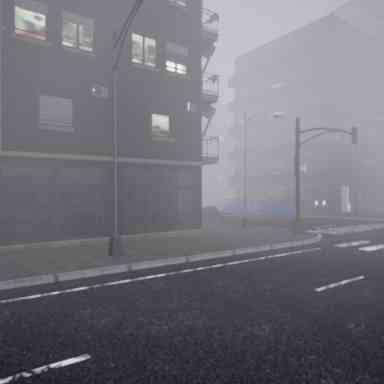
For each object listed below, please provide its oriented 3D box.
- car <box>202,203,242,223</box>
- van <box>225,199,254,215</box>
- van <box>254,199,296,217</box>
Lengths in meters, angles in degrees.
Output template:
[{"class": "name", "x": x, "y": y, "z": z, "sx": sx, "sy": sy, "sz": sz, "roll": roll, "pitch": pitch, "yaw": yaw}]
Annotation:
[{"class": "car", "x": 1.937, "y": 1.864, "z": 28.779, "sx": 1.802, "sy": 1.307, "sz": 4.206, "roll": -1, "pitch": 0, "yaw": -36}, {"class": "van", "x": 5.353, "y": 1.661, "z": 38.215, "sx": 1.690, "sy": 1.788, "sz": 3.998, "roll": -1, "pitch": 0, "yaw": -36}, {"class": "van", "x": 8.672, "y": 1.588, "z": 33.702, "sx": 1.690, "sy": 1.788, "sz": 3.998, "roll": -1, "pitch": 0, "yaw": -36}]
